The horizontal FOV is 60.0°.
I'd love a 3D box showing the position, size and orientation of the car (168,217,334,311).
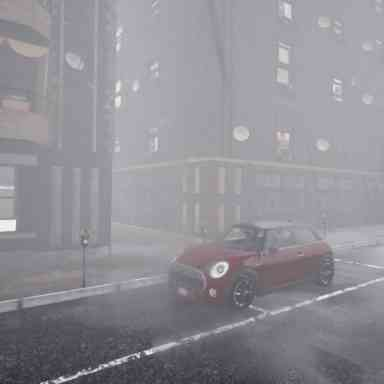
[{"bbox_3d":[1.446,1.442,7.734,4.097,1.590,1.967,0,1,-35],"label":"car"}]
